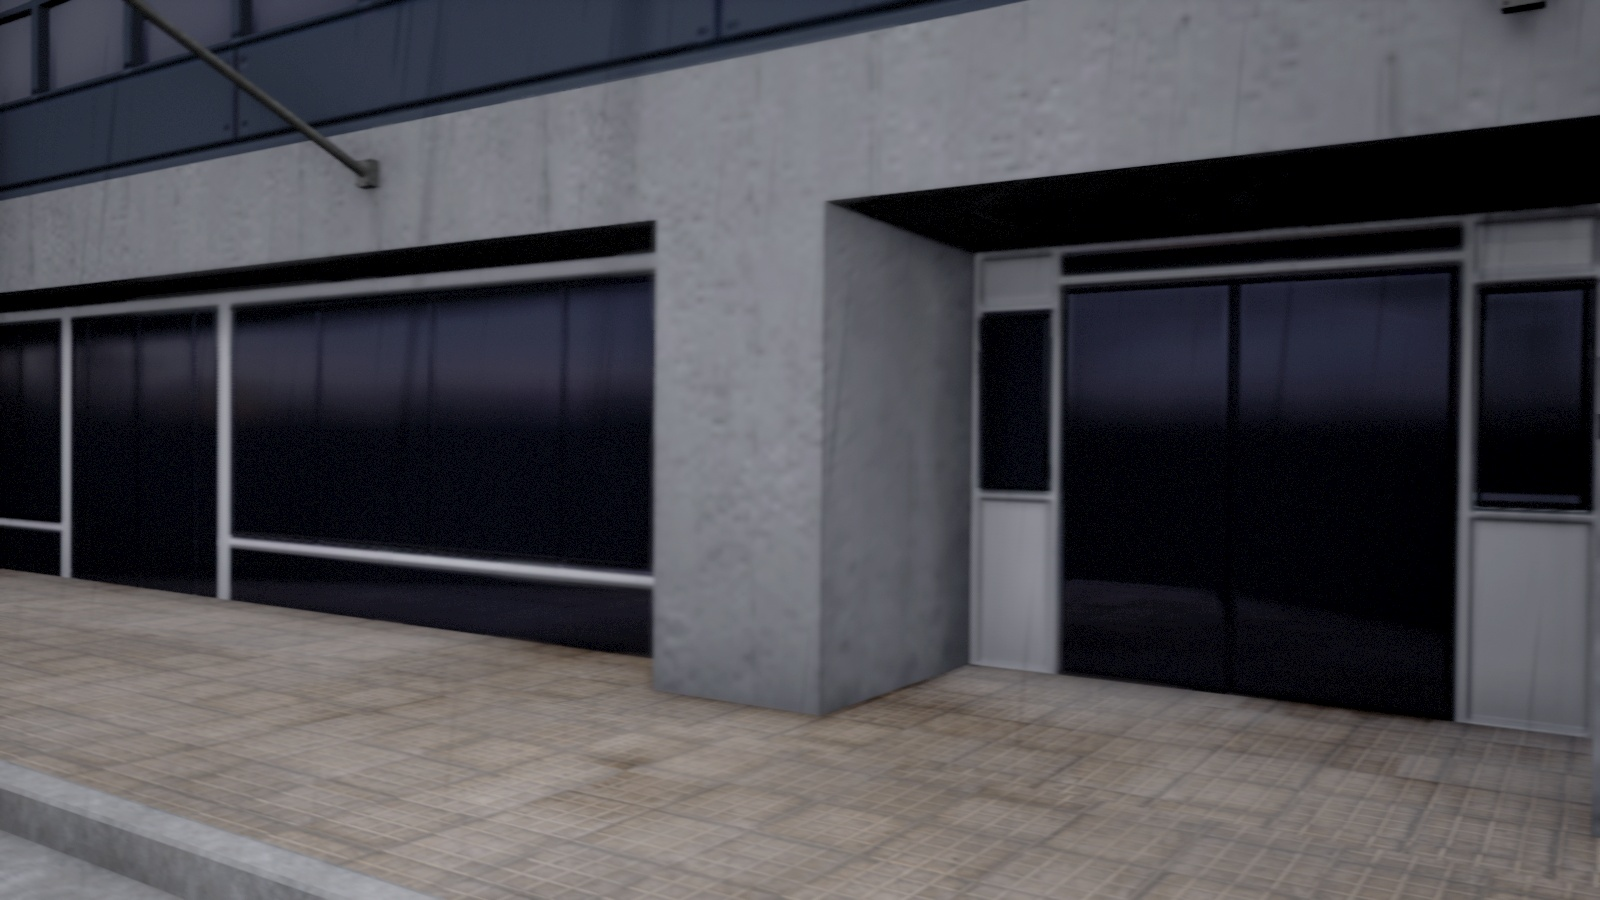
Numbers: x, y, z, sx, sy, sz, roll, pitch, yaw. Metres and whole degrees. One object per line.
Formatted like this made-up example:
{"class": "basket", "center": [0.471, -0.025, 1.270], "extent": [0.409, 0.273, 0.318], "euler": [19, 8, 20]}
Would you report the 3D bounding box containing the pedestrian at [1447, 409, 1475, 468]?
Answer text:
{"class": "pedestrian", "center": [22.359, -0.390, 42.463], "extent": [0.788, 1.949, 0.423], "euler": [0, 1, 34]}
